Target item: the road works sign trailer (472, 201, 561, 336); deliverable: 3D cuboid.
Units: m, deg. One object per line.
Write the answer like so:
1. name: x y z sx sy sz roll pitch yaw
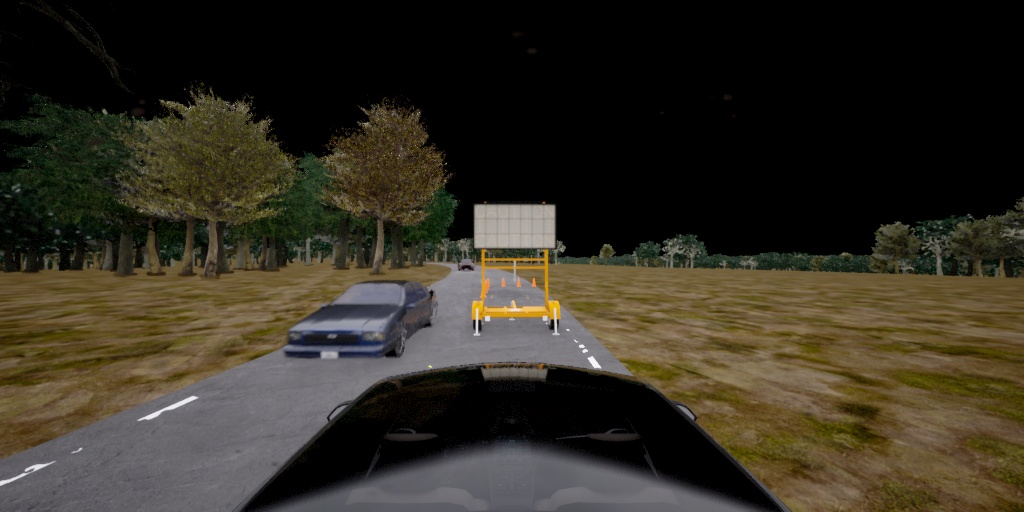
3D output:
1. road works sign trailer: 0.077 0.213 10.436 2.380 3.560 2.880 0 0 -2

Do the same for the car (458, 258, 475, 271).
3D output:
1. car: -6.047 1.102 47.314 2.097 1.767 4.553 0 0 -9

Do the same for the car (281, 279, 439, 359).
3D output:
1. car: -3.100 1.293 8.740 2.033 1.411 5.357 0 0 0
